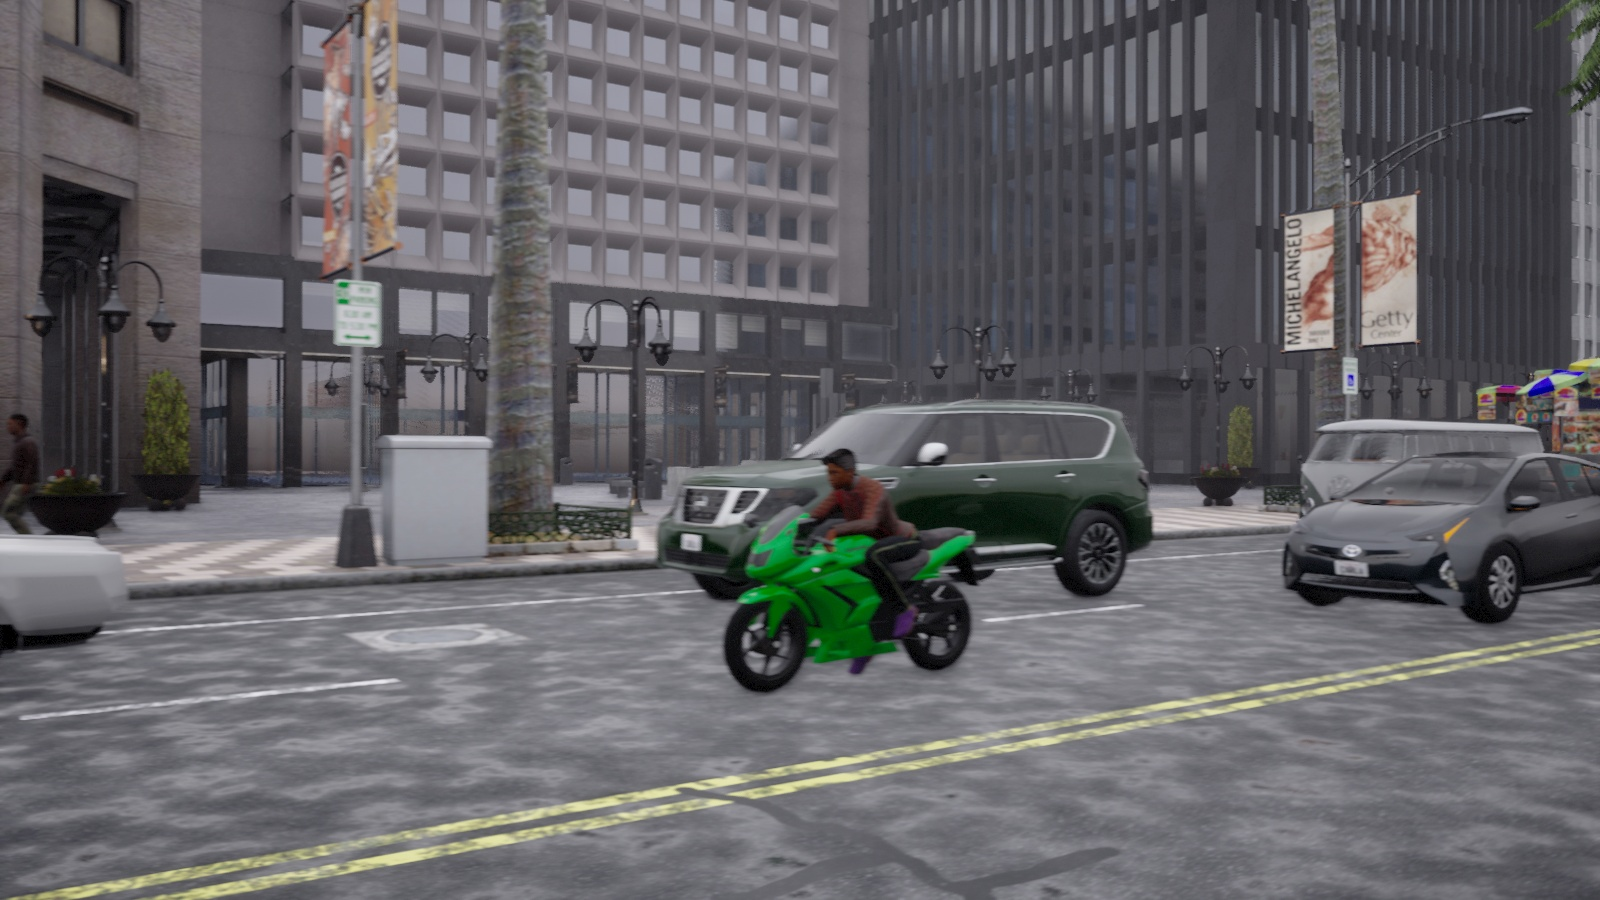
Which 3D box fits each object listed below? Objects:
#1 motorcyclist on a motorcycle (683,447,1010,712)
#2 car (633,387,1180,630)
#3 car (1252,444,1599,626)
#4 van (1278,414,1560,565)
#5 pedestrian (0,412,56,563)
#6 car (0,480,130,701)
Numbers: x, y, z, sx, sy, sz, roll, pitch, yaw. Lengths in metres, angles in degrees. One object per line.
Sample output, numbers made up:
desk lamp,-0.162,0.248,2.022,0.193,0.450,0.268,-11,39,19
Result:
motorcyclist on a motorcycle,0.331,0.746,8.134,2.044,1.523,0.797,0,0,-35
car,1.263,0.493,13.040,5.566,2.045,2.150,0,0,-35
car,6.800,0.707,12.605,4.514,1.525,2.007,0,0,-35
van,9.179,0.523,18.499,4.442,1.987,1.775,0,0,-35
pedestrian,-9.764,0.460,15.729,0.703,1.840,0.431,0,0,-41
car,-6.760,0.878,7.472,4.718,1.301,1.895,0,0,-34
